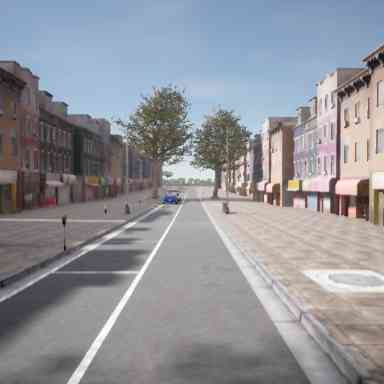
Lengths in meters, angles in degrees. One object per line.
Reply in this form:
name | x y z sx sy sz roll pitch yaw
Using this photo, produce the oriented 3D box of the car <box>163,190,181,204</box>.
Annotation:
car | -3.014 0.920 47.780 1.882 1.535 5.008 0 1 0
